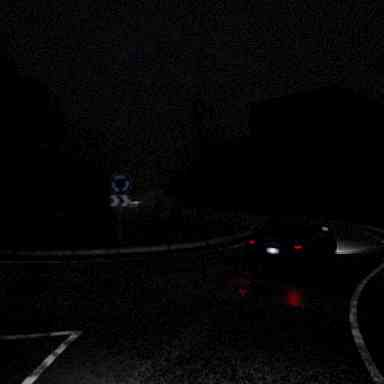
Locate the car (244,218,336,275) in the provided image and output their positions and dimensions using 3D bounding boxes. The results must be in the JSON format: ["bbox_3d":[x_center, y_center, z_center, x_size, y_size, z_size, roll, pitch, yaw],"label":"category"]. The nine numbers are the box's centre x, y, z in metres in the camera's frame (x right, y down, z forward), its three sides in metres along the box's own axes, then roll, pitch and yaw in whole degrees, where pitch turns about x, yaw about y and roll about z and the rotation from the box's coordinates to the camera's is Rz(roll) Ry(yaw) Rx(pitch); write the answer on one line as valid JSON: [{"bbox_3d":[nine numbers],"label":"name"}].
[{"bbox_3d":[3.293,1.547,10.740,1.994,1.385,4.181,2,1,33],"label":"car"}]

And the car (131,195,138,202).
[{"bbox_3d":[-13.857,1.535,79.169,1.812,1.442,4.674,0,0,-6],"label":"car"}]
